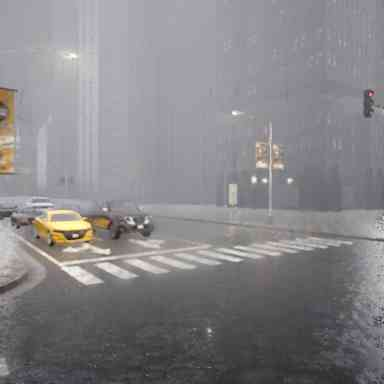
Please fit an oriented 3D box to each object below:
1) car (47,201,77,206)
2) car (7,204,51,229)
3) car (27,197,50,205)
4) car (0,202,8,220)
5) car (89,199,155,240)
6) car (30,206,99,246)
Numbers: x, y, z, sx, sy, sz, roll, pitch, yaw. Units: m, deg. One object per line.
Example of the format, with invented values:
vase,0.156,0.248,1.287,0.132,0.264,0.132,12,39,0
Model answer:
car,-10.047,1.766,27.226,1.882,1.535,5.008,0,0,-36
car,-11.810,1.832,24.112,1.994,1.385,4.181,0,0,-35
car,-16.663,1.579,36.512,2.150,2.045,5.566,0,0,-35
car,-17.676,1.931,32.318,1.895,1.301,4.718,0,0,-35
car,-4.290,1.446,19.130,2.150,2.045,5.566,0,-1,-37
car,-6.592,1.688,16.793,1.882,1.535,5.008,0,-1,-35
